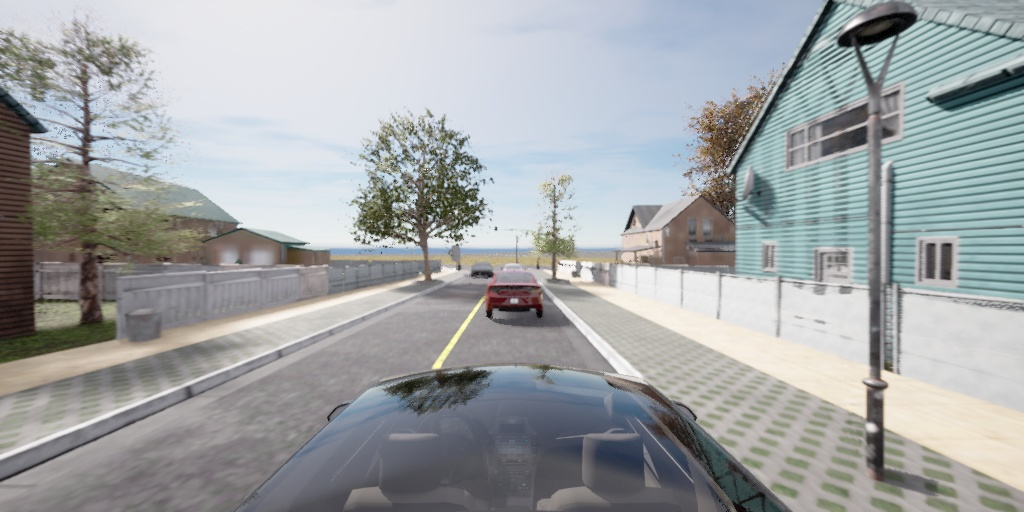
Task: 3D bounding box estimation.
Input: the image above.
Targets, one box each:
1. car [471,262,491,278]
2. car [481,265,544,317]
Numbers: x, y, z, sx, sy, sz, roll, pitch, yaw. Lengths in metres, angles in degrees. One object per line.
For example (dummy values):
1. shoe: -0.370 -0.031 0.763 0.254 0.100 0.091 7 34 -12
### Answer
1. car: -2.822 1.277 34.380 1.882 1.535 5.008 0 0 0
2. car: 0.079 1.248 13.358 1.882 1.535 5.008 0 -1 0
